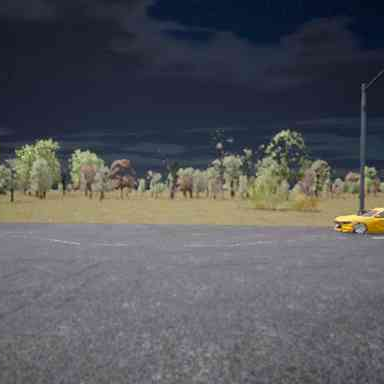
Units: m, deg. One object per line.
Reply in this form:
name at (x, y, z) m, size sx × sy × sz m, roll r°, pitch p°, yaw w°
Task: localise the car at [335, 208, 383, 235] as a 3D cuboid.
car at (10.890, 1.671, 19.177) m, size 5.008 × 1.535 × 1.882 m, roll 0°, pitch 1°, yaw 1°
